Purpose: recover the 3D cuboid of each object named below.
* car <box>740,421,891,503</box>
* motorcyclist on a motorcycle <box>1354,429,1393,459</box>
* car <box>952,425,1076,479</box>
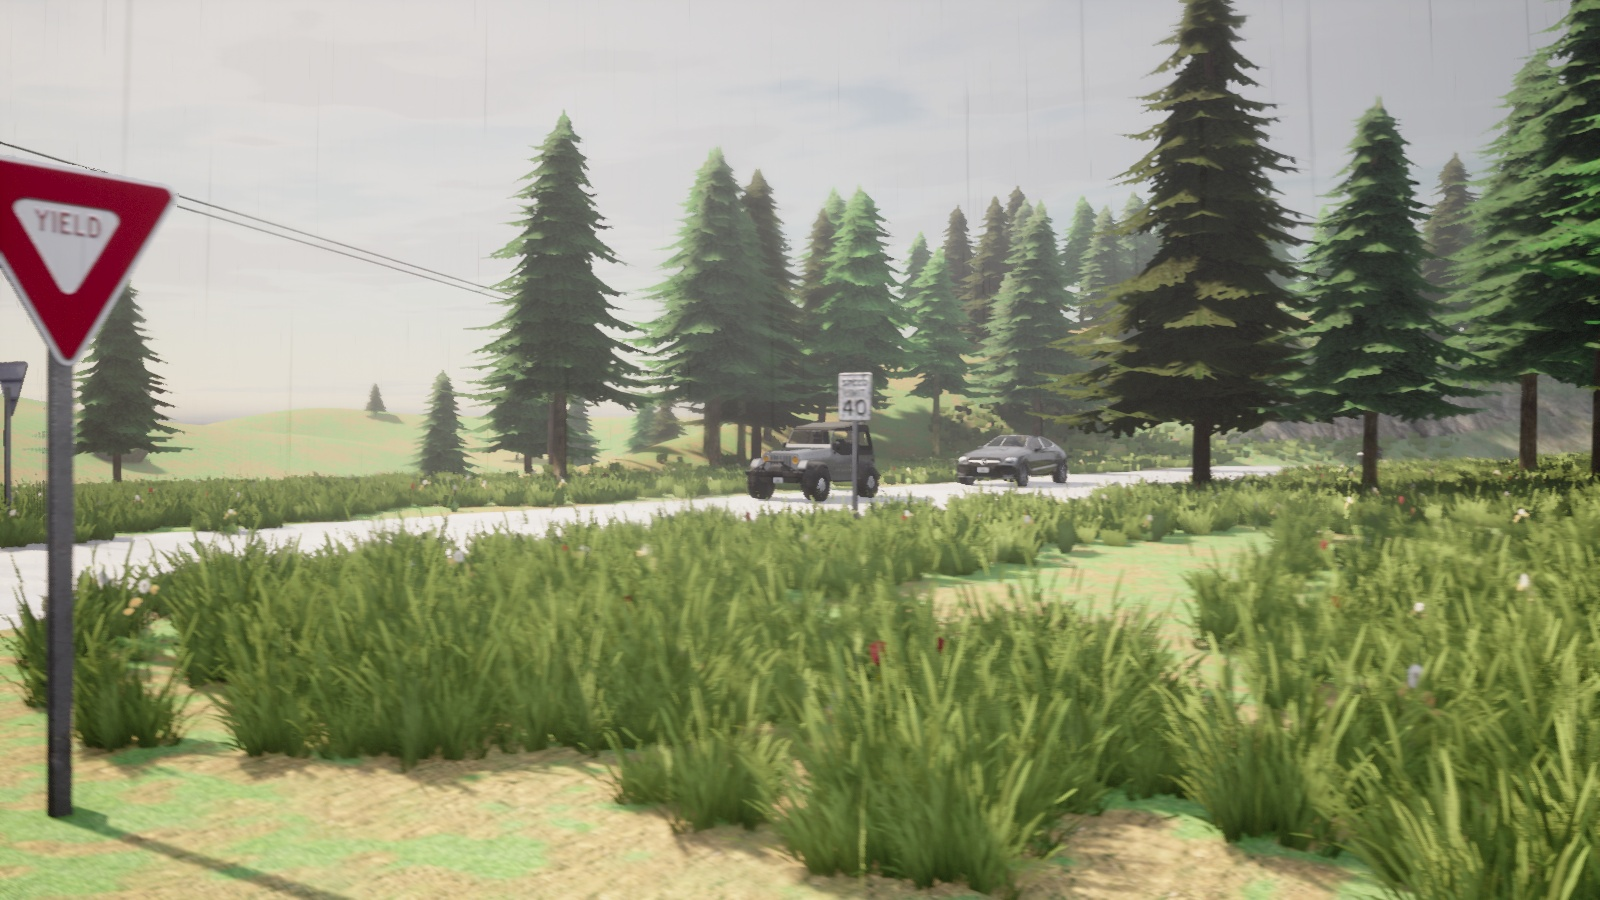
[{"bbox_3d":[0.443,0.240,30.655,1.905,1.878,3.866,0,1,33],"label":"car"},{"bbox_3d":[30.609,-0.342,67.050,2.044,1.523,0.797,-1,3,-29],"label":"motorcyclist on a motorcycle"},{"bbox_3d":[7.016,0.025,40.751,2.152,1.651,5.027,0,1,33],"label":"car"}]
